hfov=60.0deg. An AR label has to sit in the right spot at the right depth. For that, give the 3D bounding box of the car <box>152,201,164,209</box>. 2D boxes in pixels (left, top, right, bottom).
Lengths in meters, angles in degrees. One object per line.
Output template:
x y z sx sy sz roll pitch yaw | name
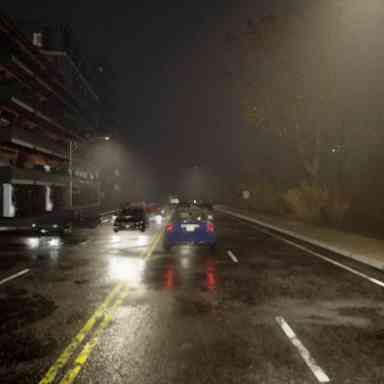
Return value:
-5.715 2.160 56.360 1.895 1.301 4.718 0 -1 -4 | car

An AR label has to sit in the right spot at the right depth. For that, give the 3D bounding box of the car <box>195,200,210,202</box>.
1.761 1.941 45.464 2.128 1.511 4.902 0 0 -4 | car

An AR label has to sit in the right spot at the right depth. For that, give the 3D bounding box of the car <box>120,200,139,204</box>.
-7.824 1.908 39.658 1.837 1.490 4.892 0 -1 -3 | car

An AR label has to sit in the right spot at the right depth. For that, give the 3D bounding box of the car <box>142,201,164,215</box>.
-4.557 1.999 39.486 1.895 1.301 4.718 0 -1 -3 | car

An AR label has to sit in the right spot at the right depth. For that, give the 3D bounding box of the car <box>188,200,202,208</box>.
0.494 2.145 61.308 2.033 1.411 5.357 0 -1 -5 | car

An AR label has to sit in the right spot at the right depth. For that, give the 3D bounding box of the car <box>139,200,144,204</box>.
-9.064 2.052 57.507 1.882 1.535 5.008 0 -1 -4 | car

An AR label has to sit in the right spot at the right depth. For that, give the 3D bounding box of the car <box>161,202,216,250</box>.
-0.116 1.508 15.277 2.097 1.767 4.553 0 -1 -1 | car

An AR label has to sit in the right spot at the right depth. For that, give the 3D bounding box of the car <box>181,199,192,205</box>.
-1.304 2.309 78.370 1.994 1.385 4.181 0 -1 -7 | car

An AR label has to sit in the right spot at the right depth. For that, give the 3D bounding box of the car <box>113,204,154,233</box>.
-3.735 1.723 21.229 1.837 1.490 4.892 0 -1 -2 | car

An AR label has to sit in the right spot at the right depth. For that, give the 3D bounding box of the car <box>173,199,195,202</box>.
-1.025 1.885 37.966 1.837 1.490 4.892 0 -1 -3 | car

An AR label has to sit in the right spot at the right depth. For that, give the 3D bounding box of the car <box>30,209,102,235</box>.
-7.532 1.761 20.675 2.033 1.411 5.357 0 -1 12 | car

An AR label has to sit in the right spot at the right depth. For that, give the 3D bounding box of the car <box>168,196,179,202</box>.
-4.112 1.949 74.231 2.150 2.045 5.566 0 -1 -6 | car
